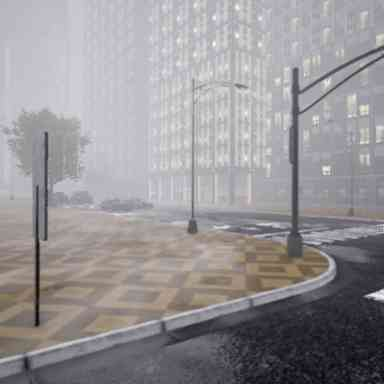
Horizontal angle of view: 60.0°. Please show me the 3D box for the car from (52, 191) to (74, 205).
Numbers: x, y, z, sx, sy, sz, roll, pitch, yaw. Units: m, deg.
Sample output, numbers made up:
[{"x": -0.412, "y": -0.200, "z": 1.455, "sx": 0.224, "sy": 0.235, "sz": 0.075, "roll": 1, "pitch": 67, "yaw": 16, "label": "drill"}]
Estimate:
[{"x": -19.691, "y": 0.928, "z": 49.428, "sx": 2.097, "sy": 1.767, "sz": 4.553, "roll": 0, "pitch": 0, "yaw": -37, "label": "car"}]

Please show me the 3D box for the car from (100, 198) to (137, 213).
[{"x": -7.537, "y": 1.311, "z": 32.963, "sx": 1.994, "sy": 1.385, "sz": 4.181, "roll": 0, "pitch": 0, "yaw": -37, "label": "car"}]

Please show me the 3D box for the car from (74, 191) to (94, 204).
[{"x": -17.050, "y": 0.913, "z": 51.323, "sx": 2.150, "sy": 2.045, "sz": 5.566, "roll": 0, "pitch": 0, "yaw": -37, "label": "car"}]

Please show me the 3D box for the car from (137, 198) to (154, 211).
[{"x": -6.034, "y": 1.349, "z": 36.384, "sx": 1.895, "sy": 1.301, "sz": 4.718, "roll": 0, "pitch": 0, "yaw": -37, "label": "car"}]
